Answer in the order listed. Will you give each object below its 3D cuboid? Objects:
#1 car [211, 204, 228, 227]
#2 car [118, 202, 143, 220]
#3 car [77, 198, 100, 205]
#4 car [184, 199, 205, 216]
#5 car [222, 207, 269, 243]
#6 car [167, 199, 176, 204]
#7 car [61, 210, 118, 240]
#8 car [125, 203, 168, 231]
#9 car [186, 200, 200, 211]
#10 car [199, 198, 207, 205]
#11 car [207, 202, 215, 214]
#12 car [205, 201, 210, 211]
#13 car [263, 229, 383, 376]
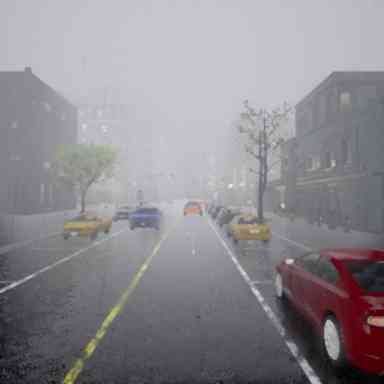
[{"bbox_3d":[2.803,1.856,25.199,2.008,1.369,4.403,0,-1,0],"label":"car"},{"bbox_3d":[-5.800,1.912,29.828,2.008,1.369,4.403,1,-1,0],"label":"car"},{"bbox_3d":[-19.984,1.948,64.090,4.507,1.381,1.887,1,-2,0],"label":"car"},{"bbox_3d":[0.109,1.831,39.351,2.097,1.767,4.553,0,-1,0],"label":"car"},{"bbox_3d":[2.762,1.731,16.979,1.752,1.417,4.829,0,-1,0],"label":"car"},{"bbox_3d":[-5.757,2.657,89.437,1.887,1.381,4.507,0,-1,0],"label":"car"},{"bbox_3d":[-5.748,1.750,18.593,1.752,1.417,4.829,1,-1,0],"label":"car"},{"bbox_3d":[-3.028,1.758,23.188,1.882,1.535,5.008,0,-1,1],"label":"car"},{"bbox_3d":[0.110,2.144,53.302,2.128,1.511,4.902,0,-1,0],"label":"car"},{"bbox_3d":[2.826,2.537,88.215,1.967,1.590,4.097,0,-1,0],"label":"car"},{"bbox_3d":[2.834,1.964,32.744,1.947,1.339,4.313,0,-1,0],"label":"car"},{"bbox_3d":[2.835,2.091,41.744,1.802,1.307,4.206,0,-1,0],"label":"car"},{"bbox_3d":[2.706,1.615,5.743,1.887,1.381,4.507,0,-1,0],"label":"car"}]
